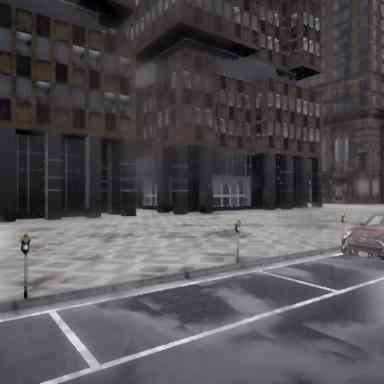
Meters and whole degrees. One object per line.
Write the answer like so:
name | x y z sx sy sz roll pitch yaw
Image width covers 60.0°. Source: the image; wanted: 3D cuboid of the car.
car | 7.024 1.440 11.659 4.097 1.590 1.967 0 0 -35
